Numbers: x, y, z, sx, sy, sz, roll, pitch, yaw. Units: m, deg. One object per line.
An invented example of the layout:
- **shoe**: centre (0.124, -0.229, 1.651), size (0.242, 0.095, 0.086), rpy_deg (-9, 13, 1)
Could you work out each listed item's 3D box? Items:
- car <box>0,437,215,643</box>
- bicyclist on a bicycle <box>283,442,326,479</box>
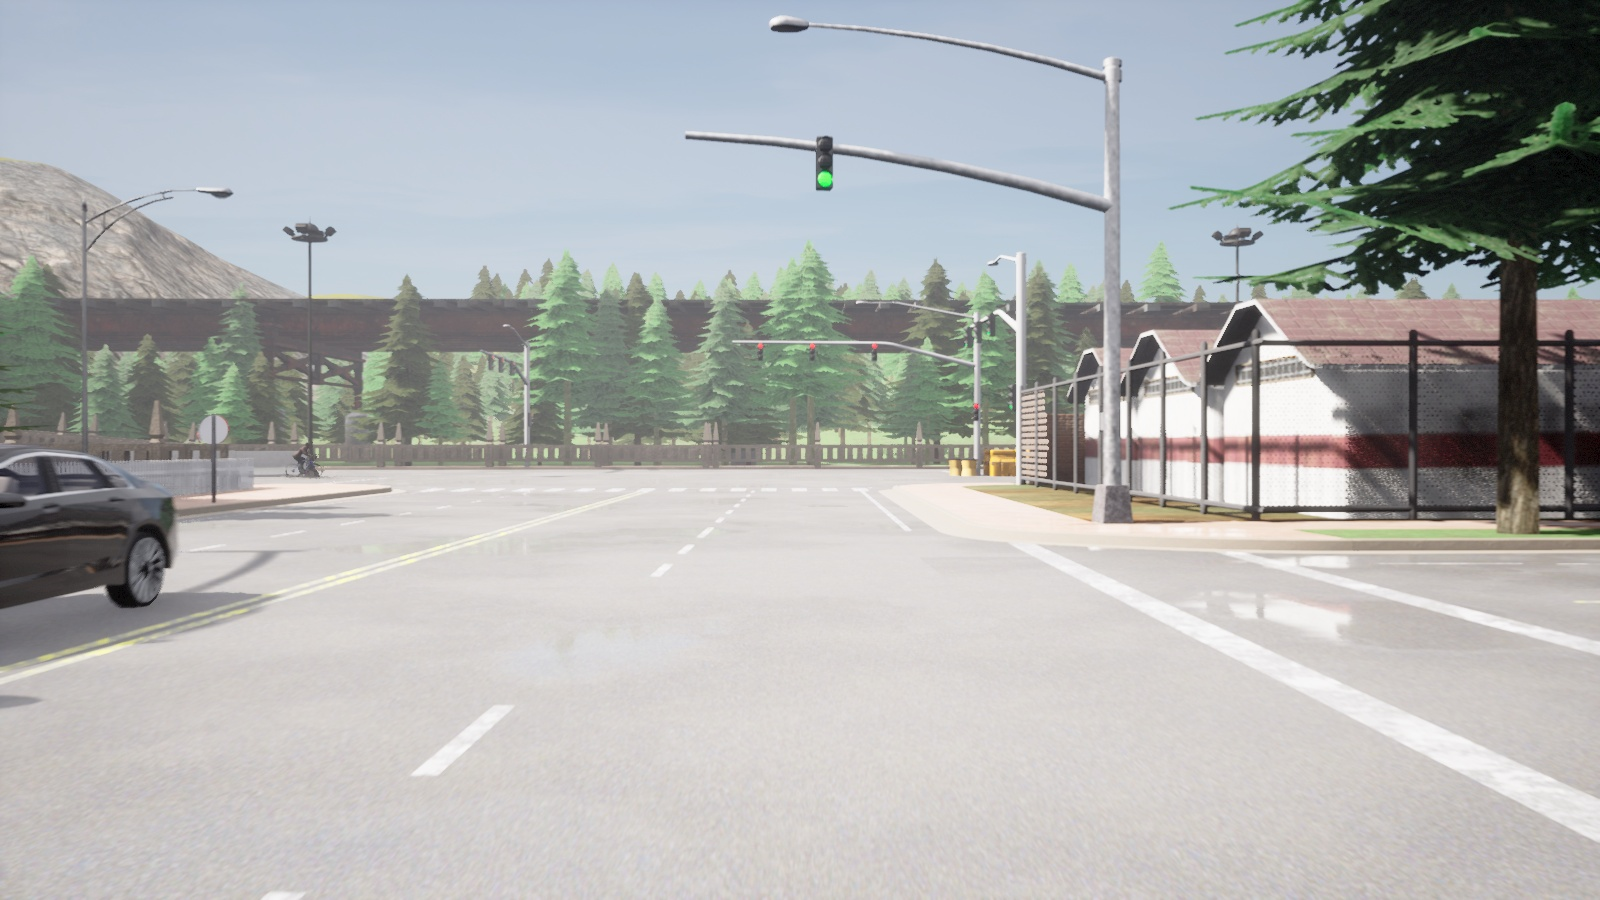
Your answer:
- **car**: centre (-6.927, 0.657, 10.109), size (2.128, 1.511, 4.902), rpy_deg (0, 0, 0)
- **bicyclist on a bicycle**: centre (-22.215, 0.454, 56.314), size (1.656, 1.620, 0.582), rpy_deg (1, 0, -1)
